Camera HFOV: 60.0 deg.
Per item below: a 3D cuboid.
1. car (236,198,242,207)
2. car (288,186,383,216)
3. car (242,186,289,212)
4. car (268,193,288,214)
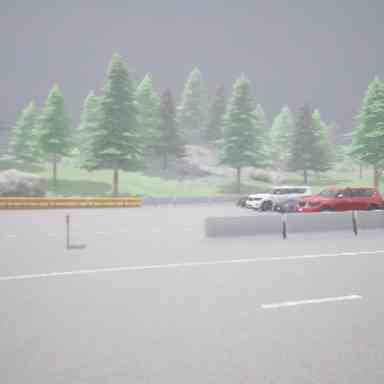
[{"bbox_3d":[6.479,0.739,31.084,4.892,1.490,1.837,-1,1,-15],"label":"car"},{"bbox_3d":[9.300,0.696,20.966,5.566,2.045,2.150,-1,1,-15],"label":"car"},{"bbox_3d":[7.357,0.536,27.691,5.566,2.045,2.150,-1,1,-15],"label":"car"},{"bbox_3d":[8.125,0.961,24.283,4.181,1.385,1.994,-1,1,-15],"label":"car"}]
